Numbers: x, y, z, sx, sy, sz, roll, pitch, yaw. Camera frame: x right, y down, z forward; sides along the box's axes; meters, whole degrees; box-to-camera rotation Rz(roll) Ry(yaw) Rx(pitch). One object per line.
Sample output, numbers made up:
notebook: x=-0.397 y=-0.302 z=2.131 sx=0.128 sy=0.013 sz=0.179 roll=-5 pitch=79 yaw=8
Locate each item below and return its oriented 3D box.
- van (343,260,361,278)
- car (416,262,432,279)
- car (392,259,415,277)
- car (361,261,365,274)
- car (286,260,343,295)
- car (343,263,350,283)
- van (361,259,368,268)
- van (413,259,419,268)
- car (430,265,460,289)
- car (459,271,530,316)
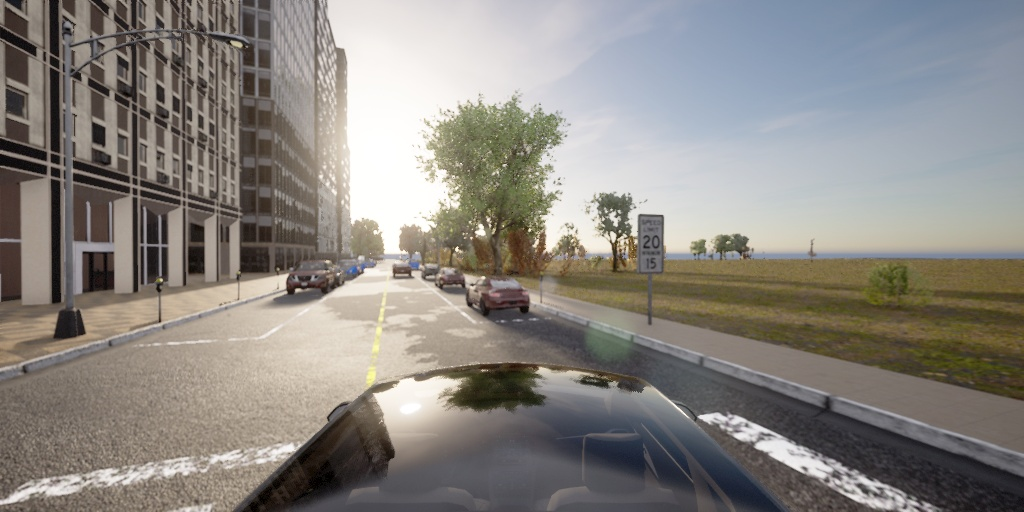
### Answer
van: x=-17.000 y=1.300 z=37.152 sx=1.690 sy=1.789 sz=3.998 roll=0 pitch=0 yaw=-19
car: x=-7.807 y=1.468 z=34.548 sx=2.007 sy=1.370 sz=4.403 roll=0 pitch=0 yaw=-19
car: x=-12.033 y=1.430 z=39.241 sx=1.882 sy=1.535 sz=5.008 roll=0 pitch=0 yaw=-18
car: x=-18.769 y=1.570 z=42.410 sx=1.802 sy=1.307 sz=4.207 roll=0 pitch=0 yaw=-19
car: x=-11.781 y=1.187 z=21.350 sx=2.192 sy=1.841 sz=5.009 roll=0 pitch=0 yaw=-19
car: x=-13.506 y=1.467 z=26.622 sx=1.948 sy=1.339 sz=4.313 roll=0 pitch=0 yaw=-19
van: x=-20.539 y=1.357 z=47.668 sx=1.690 sy=1.789 sz=3.998 roll=0 pitch=0 yaw=-19
van: x=-16.646 y=1.403 z=60.806 sx=1.690 sy=1.789 sz=3.998 roll=0 pitch=0 yaw=-19
car: x=-4.185 y=1.442 z=24.075 sx=1.802 sy=1.307 sz=4.207 roll=0 pitch=0 yaw=-19
car: x=-0.615 y=1.385 z=13.581 sx=1.802 sy=1.307 sz=4.207 roll=0 pitch=0 yaw=-19
